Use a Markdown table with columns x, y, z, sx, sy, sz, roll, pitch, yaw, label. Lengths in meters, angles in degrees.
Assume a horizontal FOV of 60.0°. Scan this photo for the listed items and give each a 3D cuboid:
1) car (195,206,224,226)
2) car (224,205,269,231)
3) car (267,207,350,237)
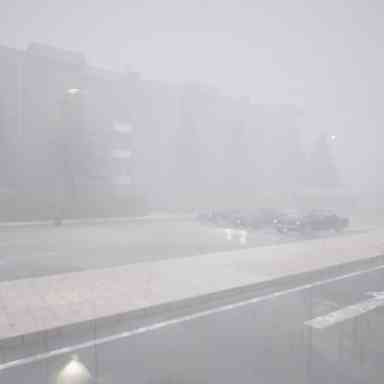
| x | y | z | sx | sy | sz | roll | pitch | yaw | label |
| --- | --- | --- | --- | --- | --- | --- | --- | --- | --- |
| 2.553 | 1.642 | 24.116 | 4.718 | 1.301 | 1.895 | 0 | 0 | -35 | car |
| 4.407 | 1.606 | 21.144 | 4.181 | 1.385 | 1.994 | 0 | 0 | -35 | car |
| 6.617 | 1.642 | 18.416 | 4.718 | 1.301 | 1.895 | 0 | 0 | -35 | car |
